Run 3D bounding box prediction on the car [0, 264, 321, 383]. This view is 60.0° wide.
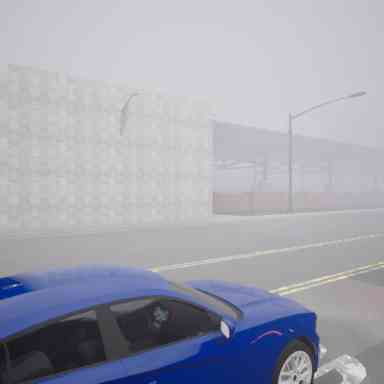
[{"bbox_3d":[-0.791,1.478,3.185,5.008,1.535,1.882,0,0,-36],"label":"car"}]
